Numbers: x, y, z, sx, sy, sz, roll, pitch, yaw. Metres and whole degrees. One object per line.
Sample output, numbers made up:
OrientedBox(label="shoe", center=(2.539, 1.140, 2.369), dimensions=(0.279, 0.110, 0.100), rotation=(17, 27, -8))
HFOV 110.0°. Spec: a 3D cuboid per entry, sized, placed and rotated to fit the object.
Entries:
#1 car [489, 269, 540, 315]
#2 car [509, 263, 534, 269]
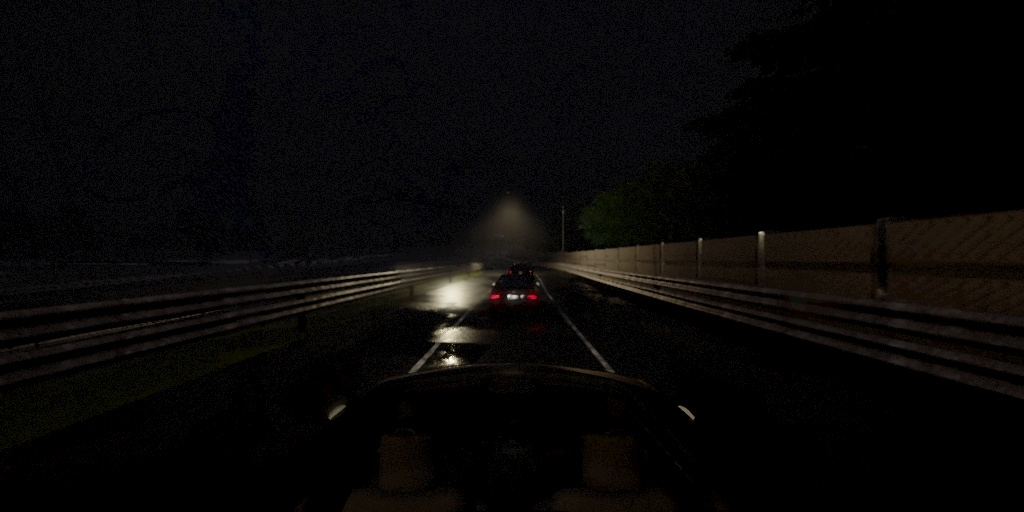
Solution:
OrientedBox(label="car", center=(0.144, 1.407, 14.241), dimensions=(2.033, 1.411, 5.357), rotation=(0, 0, 2))
OrientedBox(label="car", center=(0.773, 1.349, 30.087), dimensions=(2.097, 1.767, 4.553), rotation=(0, -1, 3))
